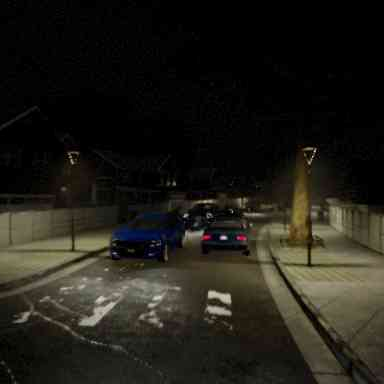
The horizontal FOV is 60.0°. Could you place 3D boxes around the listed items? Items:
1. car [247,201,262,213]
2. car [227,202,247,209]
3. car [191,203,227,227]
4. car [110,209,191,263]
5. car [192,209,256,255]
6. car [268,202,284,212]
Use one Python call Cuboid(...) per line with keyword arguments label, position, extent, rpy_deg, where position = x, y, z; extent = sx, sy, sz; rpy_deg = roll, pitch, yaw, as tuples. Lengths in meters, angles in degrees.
Cuboid(label="car", position=(7.786, 1.879, 42.843), extent=(1.837, 1.490, 4.892), rpy_deg=(0, -1, 20))
Cuboid(label="car", position=(3.763, 1.893, 32.530), extent=(1.895, 1.301, 4.718), rpy_deg=(0, 0, 21))
Cuboid(label="car", position=(0.889, 1.568, 23.745), extent=(2.097, 1.767, 4.553), rpy_deg=(0, 0, 16))
Cuboid(label="car", position=(-1.504, 1.595, 12.843), extent=(1.882, 1.535, 5.008), rpy_deg=(0, -1, 9))
Cuboid(label="car", position=(1.553, 1.683, 14.117), extent=(2.033, 1.411, 5.357), rpy_deg=(0, -1, 10))
Cuboid(label="car", position=(11.515, 1.988, 44.615), extent=(1.895, 1.301, 4.718), rpy_deg=(0, 0, 21))
